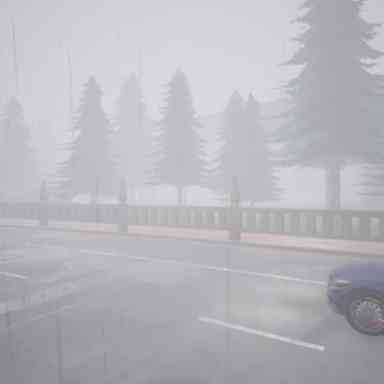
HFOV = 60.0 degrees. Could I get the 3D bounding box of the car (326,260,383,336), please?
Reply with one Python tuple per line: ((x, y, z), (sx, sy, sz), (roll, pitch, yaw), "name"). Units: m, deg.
((4.487, 1.496, 4.921), (4.674, 1.442, 1.812), (0, 0, 36), "car")
